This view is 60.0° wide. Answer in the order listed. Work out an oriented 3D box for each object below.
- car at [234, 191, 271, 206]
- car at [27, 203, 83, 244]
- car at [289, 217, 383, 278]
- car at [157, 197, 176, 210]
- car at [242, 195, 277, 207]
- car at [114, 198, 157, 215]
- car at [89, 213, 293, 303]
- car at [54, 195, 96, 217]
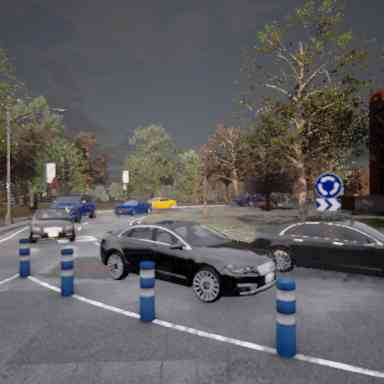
[{"bbox_3d":[8.859,0.896,48.267,5.566,2.045,2.150,0,0,-11],"label":"car"},{"bbox_3d":[-6.791,1.511,16.110,2.128,1.511,4.902,0,0,-24],"label":"car"},{"bbox_3d":[4.084,1.488,9.186,4.892,1.490,1.837,0,1,30],"label":"car"},{"bbox_3d":[-4.092,1.424,40.543,1.882,1.535,5.008,0,1,42],"label":"car"},{"bbox_3d":[9.419,1.442,45.061,4.181,1.385,1.994,0,0,-11],"label":"car"},{"bbox_3d":[-5.469,1.454,31.243,1.882,1.535,5.008,-1,0,18],"label":"car"},{"bbox_3d":[-0.322,1.498,8.349,4.902,1.511,2.128,0,0,39],"label":"car"},{"bbox_3d":[-9.227,1.231,25.927,2.150,2.045,5.566,0,0,1],"label":"car"}]
